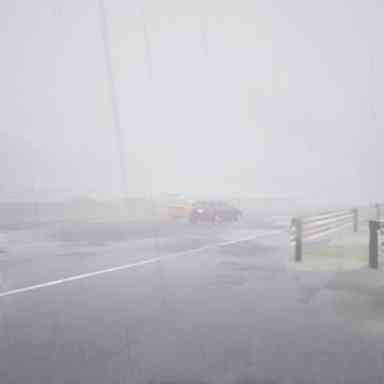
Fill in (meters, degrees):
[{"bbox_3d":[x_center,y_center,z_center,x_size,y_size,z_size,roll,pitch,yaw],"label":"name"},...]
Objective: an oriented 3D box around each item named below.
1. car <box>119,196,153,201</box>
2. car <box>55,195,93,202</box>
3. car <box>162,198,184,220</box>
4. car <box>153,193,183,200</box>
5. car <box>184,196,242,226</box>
[{"bbox_3d":[-6.844,1.247,36.034,2.097,1.767,4.553,1,0,36],"label":"car"},{"bbox_3d":[-13.693,1.171,38.497,2.097,1.767,4.553,1,0,36],"label":"car"},{"bbox_3d":[0.065,1.457,27.321,1.882,1.535,5.008,1,0,36],"label":"car"},{"bbox_3d":[-3.385,1.142,46.848,2.150,2.045,5.566,1,0,36],"label":"car"},{"bbox_3d":[1.798,1.354,23.733,2.097,1.767,4.553,1,0,36],"label":"car"}]
